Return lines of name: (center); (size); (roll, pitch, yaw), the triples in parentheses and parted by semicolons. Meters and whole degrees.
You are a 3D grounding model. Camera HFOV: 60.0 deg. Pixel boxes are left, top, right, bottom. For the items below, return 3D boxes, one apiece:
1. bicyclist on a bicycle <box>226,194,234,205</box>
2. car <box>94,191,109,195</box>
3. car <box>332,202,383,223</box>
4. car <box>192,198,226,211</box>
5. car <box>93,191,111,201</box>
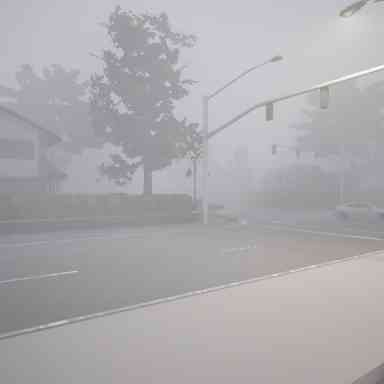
bicyclist on a bicycle: (5.885, 1.176, 51.080); (1.656, 1.620, 0.582); (0, 0, -36)
car: (-18.699, 1.178, 66.974); (2.097, 1.767, 4.553); (0, 0, -36)
car: (13.010, 1.465, 25.039); (1.812, 1.442, 4.674); (0, 0, -44)
car: (1.571, 1.449, 39.254); (2.033, 1.411, 5.357); (0, 0, -36)
car: (-20.436, 0.855, 75.241); (2.150, 2.045, 5.566); (0, 0, -36)
